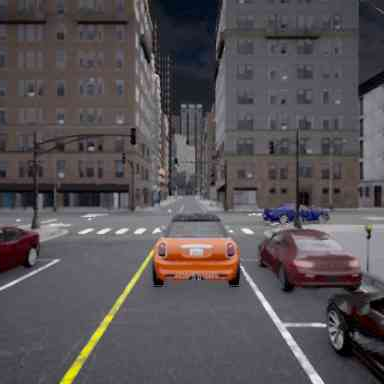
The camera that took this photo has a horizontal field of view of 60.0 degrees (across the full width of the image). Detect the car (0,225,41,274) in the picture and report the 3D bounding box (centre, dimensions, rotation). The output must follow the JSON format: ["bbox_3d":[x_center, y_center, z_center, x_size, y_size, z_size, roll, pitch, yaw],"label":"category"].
[{"bbox_3d":[-5.676,1.588,8.809,1.887,1.381,4.507,-1,0,0],"label":"car"}]

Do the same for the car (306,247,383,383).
[{"bbox_3d":[2.868,1.582,3.224,1.947,1.339,4.313,-1,0,0],"label":"car"}]

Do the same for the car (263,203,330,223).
[{"bbox_3d":[7.904,1.605,25.178,5.008,1.535,1.882,0,-1,-10],"label":"car"}]

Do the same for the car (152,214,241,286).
[{"bbox_3d":[0.100,1.400,9.700,2.097,1.767,4.553,0,0,0],"label":"car"}]

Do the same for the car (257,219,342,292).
[{"bbox_3d":[2.870,1.626,8.810,1.802,1.307,4.206,-1,0,0],"label":"car"}]
